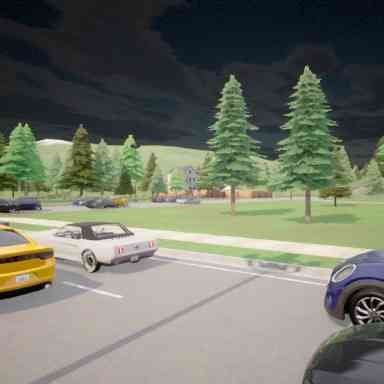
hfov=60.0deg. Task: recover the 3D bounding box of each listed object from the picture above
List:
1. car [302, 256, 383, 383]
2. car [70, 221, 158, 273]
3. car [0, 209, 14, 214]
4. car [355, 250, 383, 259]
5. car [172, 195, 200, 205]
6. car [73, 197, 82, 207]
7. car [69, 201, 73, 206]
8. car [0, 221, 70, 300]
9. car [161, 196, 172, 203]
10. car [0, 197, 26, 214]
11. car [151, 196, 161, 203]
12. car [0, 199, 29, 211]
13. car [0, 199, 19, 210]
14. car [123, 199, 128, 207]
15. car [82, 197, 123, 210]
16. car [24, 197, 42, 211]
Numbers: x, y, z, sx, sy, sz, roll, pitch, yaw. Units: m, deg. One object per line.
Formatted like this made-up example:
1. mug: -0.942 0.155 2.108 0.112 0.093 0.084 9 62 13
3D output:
1. car: 3.102 1.505 1.762 4.892 1.490 1.837 0 0 35
2. car: -3.433 1.601 10.728 4.718 1.301 1.895 0 0 35
3. car: -10.839 1.601 15.998 4.718 1.301 1.895 0 0 35
4. car: 4.499 1.352 5.067 4.553 1.767 2.097 0 0 36
5. car: -0.742 1.601 58.095 1.895 1.301 4.718 0 0 36
6. car: -14.886 1.492 50.616 2.128 1.511 4.902 0 0 36
7. car: -17.306 1.526 53.226 1.812 1.442 4.674 0 0 36
8. car: -5.215 1.478 7.698 5.008 1.535 1.882 0 0 35
9. car: -3.325 1.492 66.347 2.128 1.511 4.902 0 0 37
10. car: -19.391 1.505 32.481 1.837 1.490 4.892 0 0 35
11. car: -6.434 1.564 67.984 1.994 1.385 4.181 0 0 37
12. car: -22.521 1.600 40.161 1.895 1.301 4.718 0 0 36
13. car: -25.024 1.600 42.667 1.895 1.301 4.718 0 0 36
14. car: -11.730 1.477 49.004 1.882 1.535 5.008 0 0 36
15. car: -11.628 1.564 43.209 1.994 1.385 4.181 0 0 36
16. car: -19.731 1.352 38.045 2.097 1.767 4.553 0 0 36
